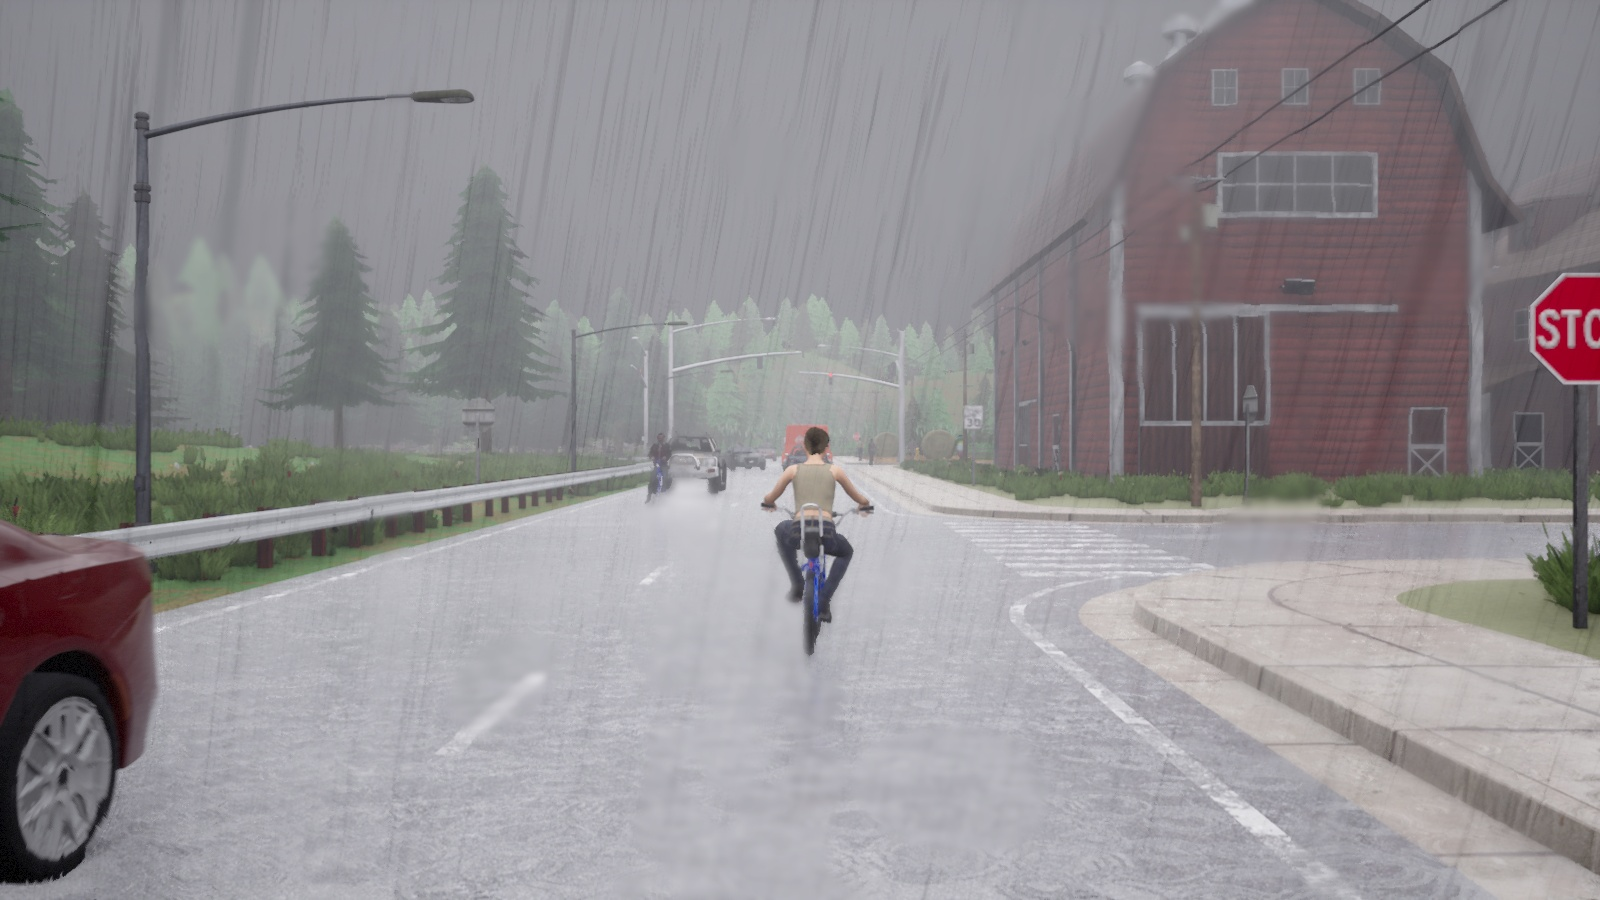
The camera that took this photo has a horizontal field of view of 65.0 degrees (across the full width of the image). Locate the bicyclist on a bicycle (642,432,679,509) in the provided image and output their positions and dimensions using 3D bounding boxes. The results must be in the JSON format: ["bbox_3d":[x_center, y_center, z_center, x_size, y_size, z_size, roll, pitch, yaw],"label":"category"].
[{"bbox_3d":[-3.319,0.477,29.945,0.659,1.776,1.843,0,0,0],"label":"bicyclist on a bicycle"}]

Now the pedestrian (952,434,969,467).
[{"bbox_3d":[9.537,0.001,74.767,0.659,1.952,0.873,0,0,-23],"label":"pedestrian"}]

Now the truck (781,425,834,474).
[{"bbox_3d":[0.374,-0.038,64.799,2.627,2.467,5.204,0,0,0],"label":"truck"}]

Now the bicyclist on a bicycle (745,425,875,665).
[{"bbox_3d":[0.111,0.641,9.274,0.866,1.612,1.509,1,0,4],"label":"bicyclist on a bicycle"}]

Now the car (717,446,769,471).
[{"bbox_3d":[-3.285,0.474,71.539,1.994,1.385,4.181,0,0,-17],"label":"car"}]

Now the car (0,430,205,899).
[{"bbox_3d":[-3.469,0.709,2.808,1.882,1.535,5.008,0,0,0],"label":"car"}]

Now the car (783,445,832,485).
[{"bbox_3d":[0.285,0.536,48.768,1.816,1.474,4.193,0,0,0],"label":"car"}]

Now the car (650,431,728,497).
[{"bbox_3d":[-3.276,0.386,37.924,1.932,1.855,4.605,0,0,0],"label":"car"}]
